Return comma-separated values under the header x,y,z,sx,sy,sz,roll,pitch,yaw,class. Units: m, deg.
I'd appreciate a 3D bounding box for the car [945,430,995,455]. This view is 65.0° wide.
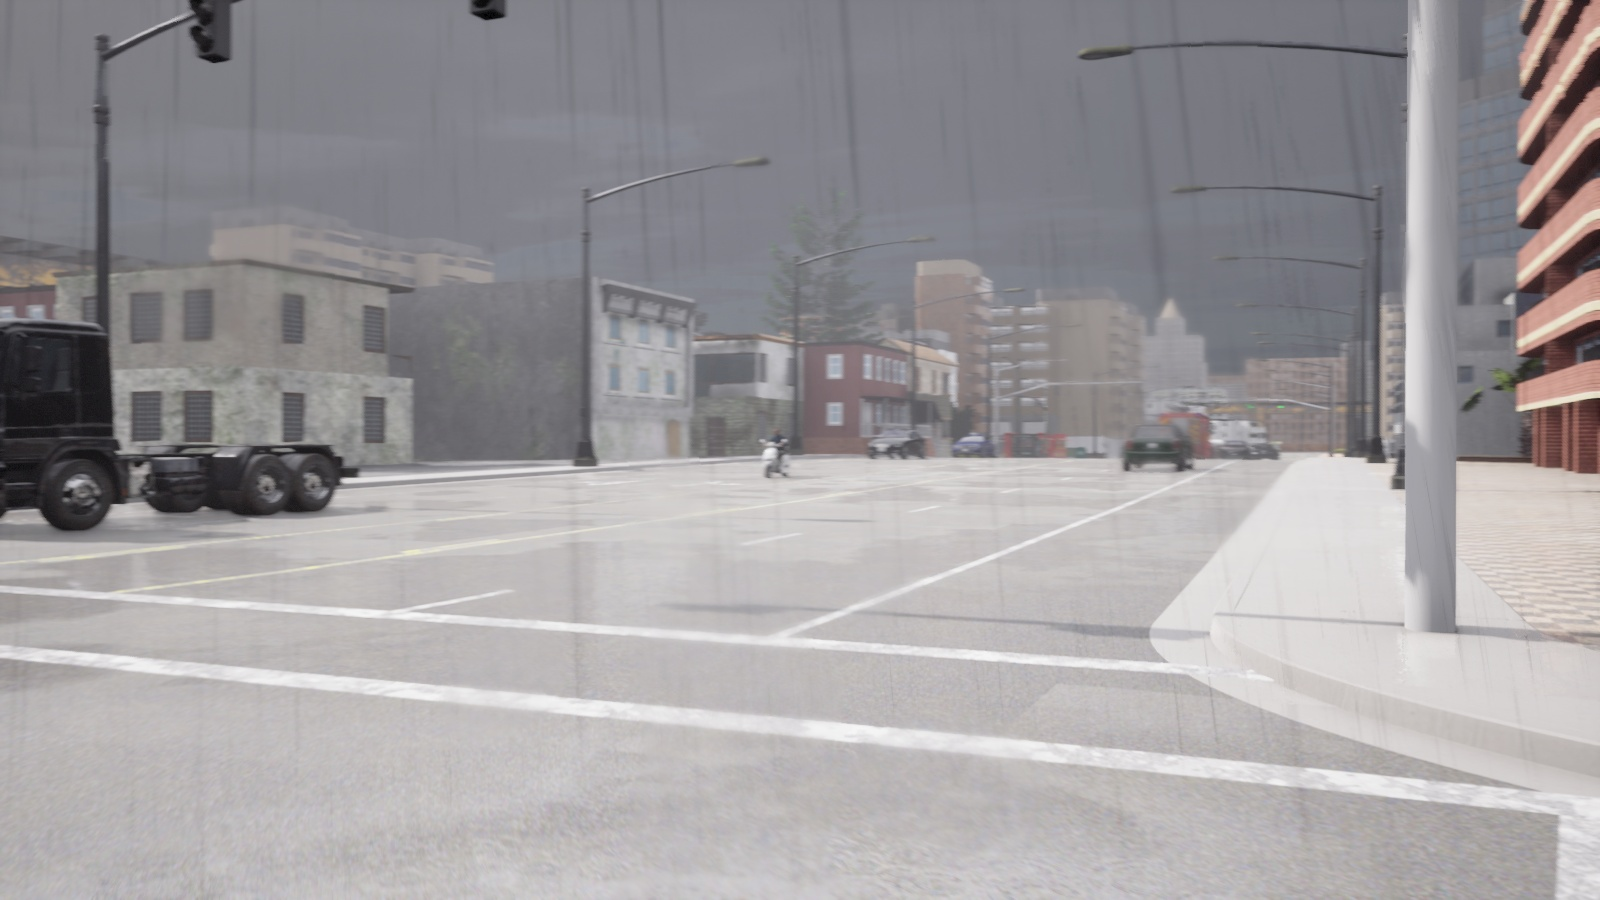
x,y,z,sx,sy,sz,roll,pitch,yaw,class
10.277,-0.412,75.739,1.812,1.442,4.674,-1,-1,23,car

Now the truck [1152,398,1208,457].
x,y,z,sx,sy,sz,roll,pitch,yaw,class
26.771,-1.451,88.138,2.891,3.827,8.468,-1,-1,23,truck

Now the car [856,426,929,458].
x,y,z,sx,sy,sz,roll,pitch,yaw,class
4.608,-0.419,62.061,2.128,1.511,4.902,-1,1,23,car

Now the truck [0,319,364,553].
x,y,z,sx,sy,sz,roll,pitch,yaw,class
-11.785,-0.273,22.505,2.891,3.462,7.936,-1,1,23,truck

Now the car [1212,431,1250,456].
x,y,z,sx,sy,sz,roll,pitch,yaw,class
28.940,-0.417,84.198,2.128,1.511,4.902,-1,-1,23,car

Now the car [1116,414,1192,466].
x,y,z,sx,sy,sz,roll,pitch,yaw,class
12.868,-0.407,45.423,2.097,1.767,4.553,-1,1,23,car

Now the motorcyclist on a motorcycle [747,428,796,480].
x,y,z,sx,sy,sz,roll,pitch,yaw,class
-0.877,0.106,39.679,0.866,1.590,1.817,-1,1,22,motorcyclist on a motorcycle
